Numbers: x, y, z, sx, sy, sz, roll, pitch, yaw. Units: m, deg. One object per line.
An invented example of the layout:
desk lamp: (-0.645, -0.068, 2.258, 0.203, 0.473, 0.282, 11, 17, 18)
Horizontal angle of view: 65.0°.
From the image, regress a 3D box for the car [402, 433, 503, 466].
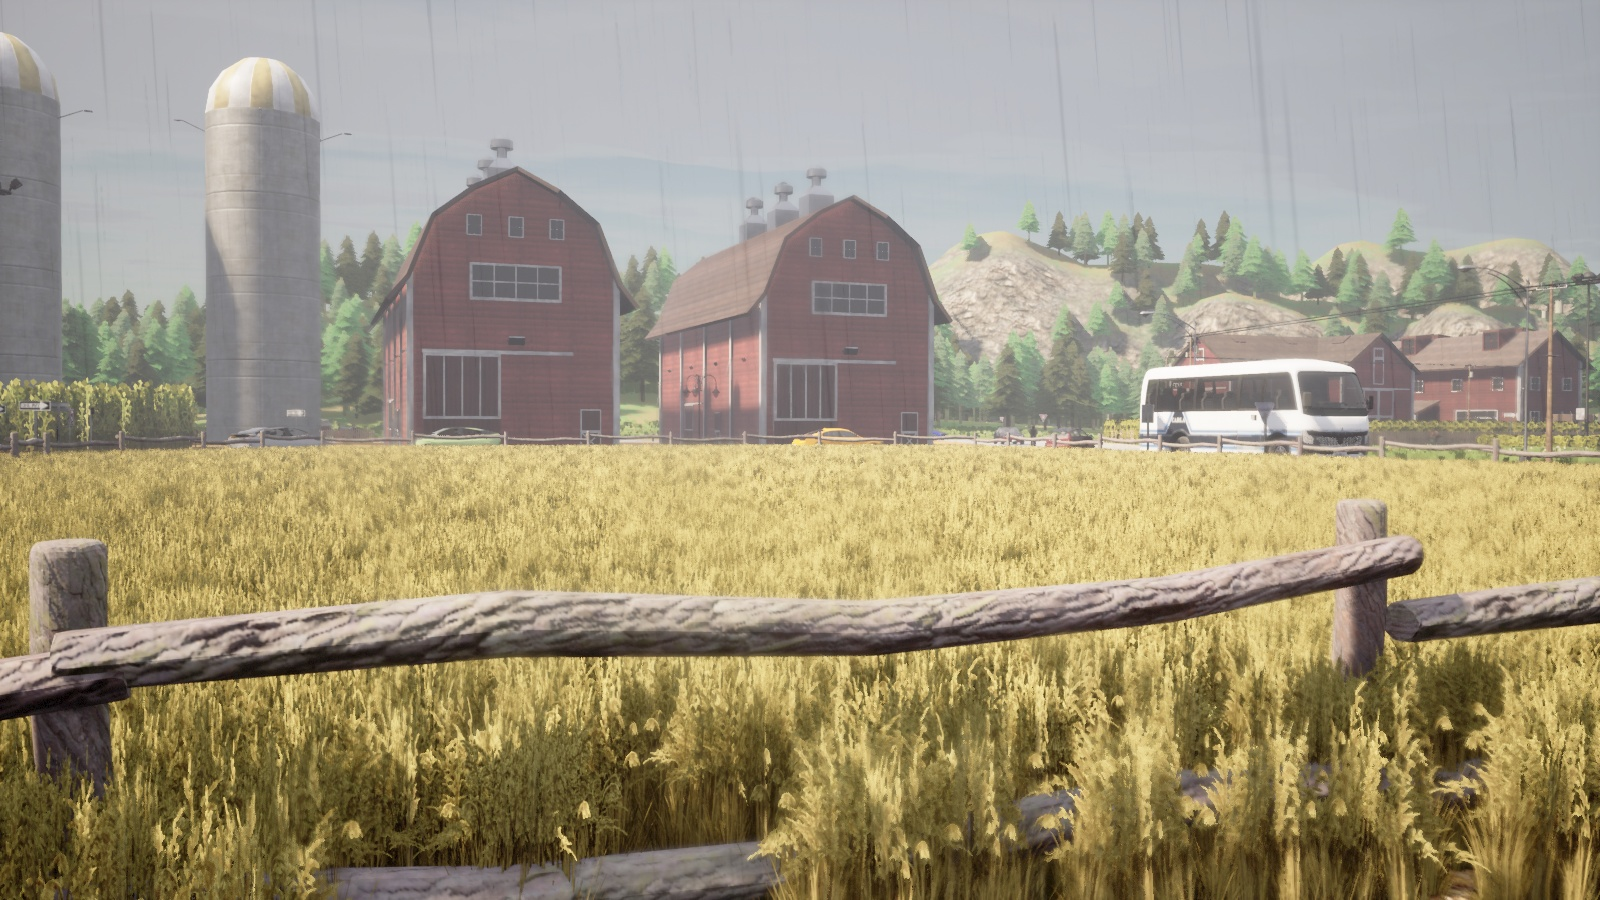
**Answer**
car: (-17.105, -0.047, 61.818, 4.514, 1.525, 2.007, -2, 1, -24)

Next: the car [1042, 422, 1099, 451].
car: (15.197, -0.777, 70.421, 1.789, 1.549, 3.705, 0, 2, 36)

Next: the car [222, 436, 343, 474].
car: (-22.416, 0.185, 54.545, 2.007, 1.525, 4.514, -1, 1, 30)

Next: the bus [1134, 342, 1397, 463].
bus: (18.037, -1.767, 49.780, 3.944, 4.253, 10.273, -1, 1, -21)

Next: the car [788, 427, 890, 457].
car: (2.063, -0.443, 66.383, 5.008, 1.535, 1.882, -1, 1, -20)
